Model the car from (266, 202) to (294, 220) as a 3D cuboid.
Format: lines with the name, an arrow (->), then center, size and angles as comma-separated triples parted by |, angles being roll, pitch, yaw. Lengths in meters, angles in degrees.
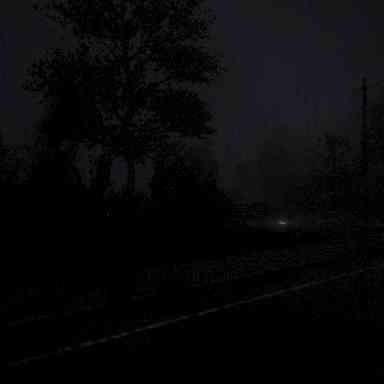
car -> 6.758, 1.600, 30.025 | 1.882, 1.535, 5.008 | 0, -1, -40

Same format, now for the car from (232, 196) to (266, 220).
car -> 3.220, 1.366, 28.818 | 2.150, 2.045, 5.566 | 0, -1, -40
